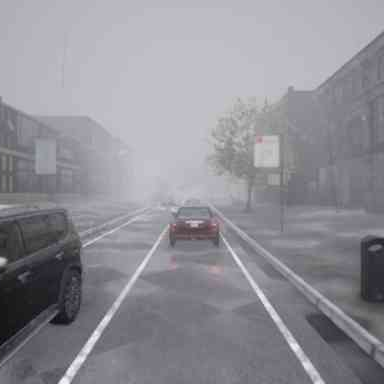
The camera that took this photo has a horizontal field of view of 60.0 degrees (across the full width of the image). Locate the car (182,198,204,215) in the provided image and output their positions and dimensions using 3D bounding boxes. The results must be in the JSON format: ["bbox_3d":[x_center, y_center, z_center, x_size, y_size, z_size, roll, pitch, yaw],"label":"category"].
[{"bbox_3d":[0.090,1.396,34.124,2.033,1.411,5.357,0,1,0],"label":"car"}]

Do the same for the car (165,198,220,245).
[{"bbox_3d":[0.095,1.328,15.426,2.097,1.767,4.553,0,0,0],"label":"car"}]

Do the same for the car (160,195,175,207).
[{"bbox_3d":[-3.099,1.240,44.483,1.837,1.490,4.892,0,1,0],"label":"car"}]

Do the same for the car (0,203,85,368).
[{"bbox_3d":[-3.102,1.220,4.181,2.150,2.045,5.566,0,0,0],"label":"car"}]
